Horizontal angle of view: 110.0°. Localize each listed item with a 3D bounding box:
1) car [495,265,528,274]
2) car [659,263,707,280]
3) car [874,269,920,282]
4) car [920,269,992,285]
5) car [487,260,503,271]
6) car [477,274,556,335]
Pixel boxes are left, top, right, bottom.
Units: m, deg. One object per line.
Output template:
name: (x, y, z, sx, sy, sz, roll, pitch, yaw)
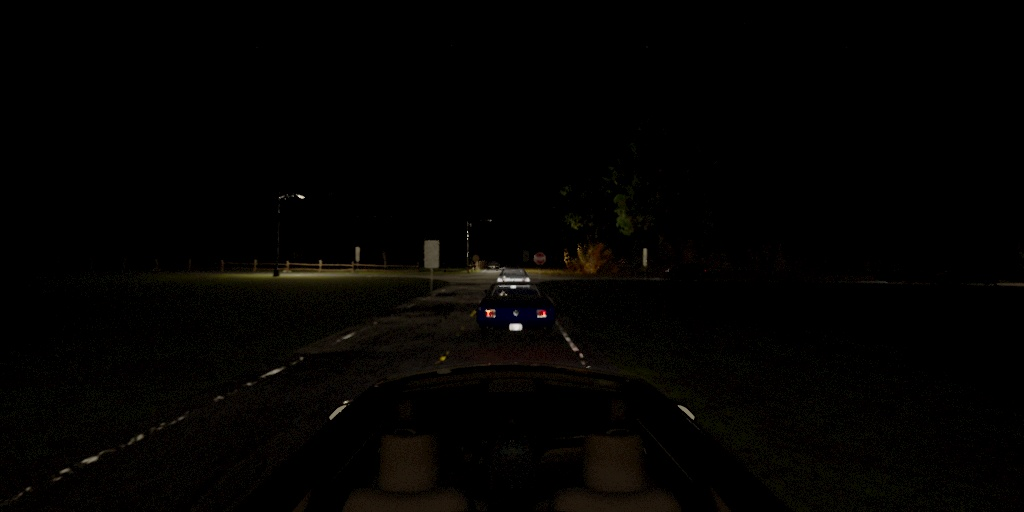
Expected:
car: (0.095, 1.432, 22.227, 1.895, 1.301, 4.718, 0, 0, 0)
car: (18.230, 1.567, 38.407, 4.553, 1.767, 2.097, 1, -1, 0)
car: (42.297, 2.123, 38.539, 5.357, 1.411, 2.033, 1, -1, 0)
car: (44.501, 2.028, 35.696, 5.008, 1.535, 1.882, 1, -1, 0)
car: (-2.857, 1.512, 55.914, 1.812, 1.442, 4.674, 0, 0, 0)
car: (0.099, 1.384, 10.607, 1.895, 1.301, 4.718, 0, 0, 0)
